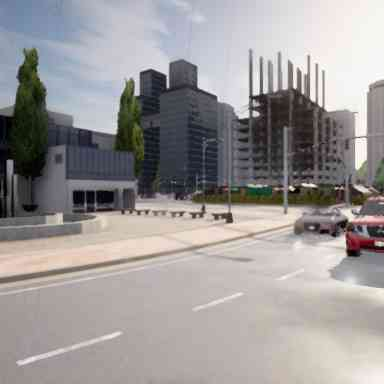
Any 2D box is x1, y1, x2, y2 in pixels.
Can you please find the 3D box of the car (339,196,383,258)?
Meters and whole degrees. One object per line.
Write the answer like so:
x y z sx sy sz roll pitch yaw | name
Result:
7.274 1.173 12.097 2.150 2.045 5.566 0 0 37 | car

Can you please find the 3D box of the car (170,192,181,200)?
-2.444 0.989 76.744 1.905 1.878 3.866 0 0 37 | car

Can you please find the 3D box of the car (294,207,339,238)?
6.848 1.506 17.374 1.994 1.385 4.181 0 0 36 | car

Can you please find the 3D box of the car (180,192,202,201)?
-0.142 1.226 74.989 1.970 1.475 3.806 0 0 37 | car
